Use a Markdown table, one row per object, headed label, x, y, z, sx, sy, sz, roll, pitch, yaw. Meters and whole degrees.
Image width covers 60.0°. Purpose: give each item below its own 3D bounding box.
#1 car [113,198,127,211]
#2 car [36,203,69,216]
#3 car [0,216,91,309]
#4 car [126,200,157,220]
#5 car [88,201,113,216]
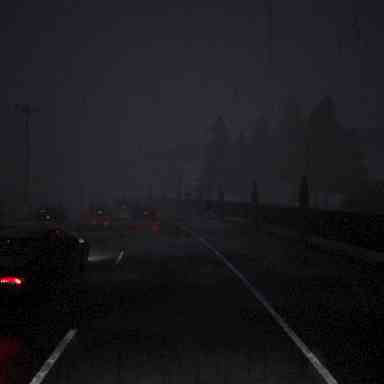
| label | x | y | z | sx | sy | sz | roll | pitch | yaw |
| --- | --- | --- | --- | --- | --- | --- | --- | --- | --- |
| car | -9.244 | 1.572 | 42.568 | 1.837 | 1.490 | 4.892 | 0 | 0 | -23 |
| car | -10.565 | 1.544 | 25.318 | 2.128 | 1.511 | 4.902 | 0 | 0 | -15 |
| car | -3.903 | 1.566 | 8.079 | 2.033 | 1.411 | 5.357 | 0 | 0 | -5 |
| car | -4.277 | 1.516 | 28.676 | 1.882 | 1.535 | 5.008 | 0 | 0 | -15 |
| car | -9.532 | 1.659 | 33.916 | 1.895 | 1.301 | 4.718 | 0 | 0 | -19 |
